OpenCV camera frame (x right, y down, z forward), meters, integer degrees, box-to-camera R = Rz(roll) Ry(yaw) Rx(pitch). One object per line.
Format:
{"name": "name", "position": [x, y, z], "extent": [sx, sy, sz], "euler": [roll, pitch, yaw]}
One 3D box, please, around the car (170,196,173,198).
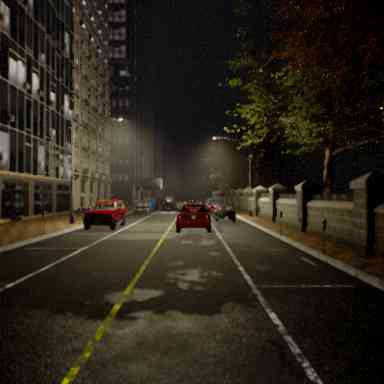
{"name": "car", "position": [-5.703, 2.108, 78.292], "extent": [1.752, 1.417, 4.829], "euler": [0, 0, 0]}

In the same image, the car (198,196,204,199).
{"name": "car", "position": [0.094, 1.679, 40.633], "extent": [2.097, 1.767, 4.553], "euler": [0, 0, 0]}

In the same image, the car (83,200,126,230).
{"name": "car", "position": [-5.832, 1.503, 22.859], "extent": [2.192, 1.841, 5.009], "euler": [0, 0, 0]}

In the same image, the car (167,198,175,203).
{"name": "car", "position": [-5.665, 2.216, 89.563], "extent": [1.947, 1.339, 4.313], "euler": [1, 0, 1]}

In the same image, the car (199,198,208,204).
{"name": "car", "position": [2.686, 2.163, 78.196], "extent": [1.802, 1.307, 4.206], "euler": [0, 0, 0]}

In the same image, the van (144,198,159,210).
{"name": "van", "position": [-5.834, 1.701, 45.101], "extent": [1.690, 1.788, 3.998], "euler": [0, 0, 0]}

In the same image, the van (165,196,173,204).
{"name": "van", "position": [-5.693, 1.959, 84.022], "extent": [1.690, 1.788, 3.998], "euler": [0, 0, 0]}

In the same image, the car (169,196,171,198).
{"name": "car", "position": [-5.838, 2.079, 67.341], "extent": [1.947, 1.339, 4.313], "euler": [0, 0, 0]}

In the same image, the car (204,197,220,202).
{"name": "car", "position": [2.691, 1.756, 39.276], "extent": [1.967, 1.590, 4.097], "euler": [0, 0, 0]}

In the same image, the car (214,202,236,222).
{"name": "car", "position": [2.691, 1.781, 28.155], "extent": [2.008, 1.369, 4.403], "euler": [0, 0, 0]}

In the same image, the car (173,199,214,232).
{"name": "car", "position": [0.097, 1.529, 21.644], "extent": [2.097, 1.767, 4.553], "euler": [0, 0, 0]}

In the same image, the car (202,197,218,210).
{"name": "car", "position": [2.691, 1.713, 50.396], "extent": [2.192, 1.841, 5.009], "euler": [0, 0, 0]}

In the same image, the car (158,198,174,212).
{"name": "car", "position": [-3.006, 1.921, 44.603], "extent": [1.994, 1.385, 4.181], "euler": [0, 0, 0]}

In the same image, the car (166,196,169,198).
{"name": "car", "position": [-5.837, 1.917, 61.782], "extent": [1.967, 1.590, 4.097], "euler": [0, 0, 0]}

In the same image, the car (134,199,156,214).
{"name": "car", "position": [-5.835, 1.870, 39.538], "extent": [2.008, 1.369, 4.403], "euler": [0, 0, 0]}
